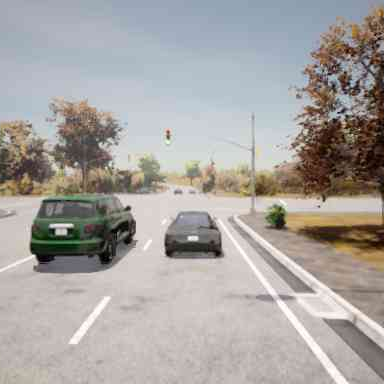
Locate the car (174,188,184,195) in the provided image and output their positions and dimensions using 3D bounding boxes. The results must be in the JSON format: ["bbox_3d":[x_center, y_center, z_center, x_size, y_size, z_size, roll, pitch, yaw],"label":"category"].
[{"bbox_3d":[-3.455,-0.147,84.247,2.097,1.767,4.553,0,-1,0],"label":"car"}]

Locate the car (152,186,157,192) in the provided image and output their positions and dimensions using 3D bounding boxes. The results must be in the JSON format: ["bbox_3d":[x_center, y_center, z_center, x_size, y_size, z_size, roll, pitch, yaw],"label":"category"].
[{"bbox_3d":[-10.454,-0.615,88.011,2.150,2.045,5.566,0,-1,0],"label":"car"}]

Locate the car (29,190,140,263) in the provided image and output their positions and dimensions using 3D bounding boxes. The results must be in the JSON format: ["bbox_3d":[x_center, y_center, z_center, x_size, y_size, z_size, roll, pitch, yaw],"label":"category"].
[{"bbox_3d":[-3.457,1.083,11.538,2.150,2.045,5.566,0,1,1],"label":"car"}]

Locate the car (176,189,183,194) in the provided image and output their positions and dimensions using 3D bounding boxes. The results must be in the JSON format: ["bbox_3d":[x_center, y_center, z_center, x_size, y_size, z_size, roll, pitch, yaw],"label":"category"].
[{"bbox_3d":[-3.450,-0.082,94.299,1.882,1.535,5.008,0,-1,0],"label":"car"}]

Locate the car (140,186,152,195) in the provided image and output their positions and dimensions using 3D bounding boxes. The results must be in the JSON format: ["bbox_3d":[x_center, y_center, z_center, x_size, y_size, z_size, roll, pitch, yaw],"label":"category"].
[{"bbox_3d":[-10.462,-0.111,72.425,1.837,1.490,4.892,0,-1,0],"label":"car"}]

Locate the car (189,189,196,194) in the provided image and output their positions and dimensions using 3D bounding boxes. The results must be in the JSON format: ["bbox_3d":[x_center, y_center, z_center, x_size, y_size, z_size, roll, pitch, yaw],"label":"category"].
[{"bbox_3d":[0.050,-0.007,94.297,1.994,1.385,4.181,0,-1,0],"label":"car"}]

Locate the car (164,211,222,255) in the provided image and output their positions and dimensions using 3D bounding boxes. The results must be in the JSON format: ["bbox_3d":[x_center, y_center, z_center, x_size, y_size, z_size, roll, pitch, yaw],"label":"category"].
[{"bbox_3d":[0.056,1.402,12.656,1.994,1.385,4.181,0,1,1],"label":"car"}]

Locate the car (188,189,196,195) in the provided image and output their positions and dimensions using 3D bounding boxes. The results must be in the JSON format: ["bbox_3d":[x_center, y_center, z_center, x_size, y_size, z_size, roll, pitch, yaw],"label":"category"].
[{"bbox_3d":[0.044,0.033,83.856,2.033,1.411,5.357,0,-1,0],"label":"car"}]
